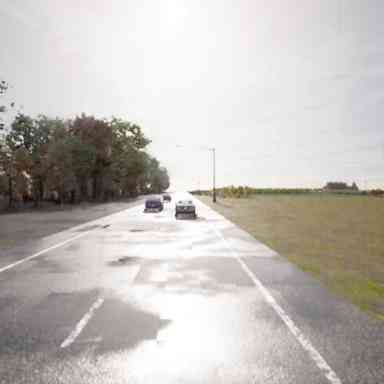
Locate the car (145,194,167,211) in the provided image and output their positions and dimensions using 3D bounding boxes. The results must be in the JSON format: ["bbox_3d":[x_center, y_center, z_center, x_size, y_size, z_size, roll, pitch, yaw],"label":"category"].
[{"bbox_3d":[-4.290,1.319,38.472,1.882,1.535,5.008,0,0,-1],"label":"car"}]

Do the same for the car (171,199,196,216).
[{"bbox_3d":[-0.597,1.411,30.317,2.033,1.411,5.357,0,0,-1],"label":"car"}]

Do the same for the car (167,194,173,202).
[{"bbox_3d":[-4.935,1.206,65.634,1.837,1.490,4.892,0,0,-1],"label":"car"}]
